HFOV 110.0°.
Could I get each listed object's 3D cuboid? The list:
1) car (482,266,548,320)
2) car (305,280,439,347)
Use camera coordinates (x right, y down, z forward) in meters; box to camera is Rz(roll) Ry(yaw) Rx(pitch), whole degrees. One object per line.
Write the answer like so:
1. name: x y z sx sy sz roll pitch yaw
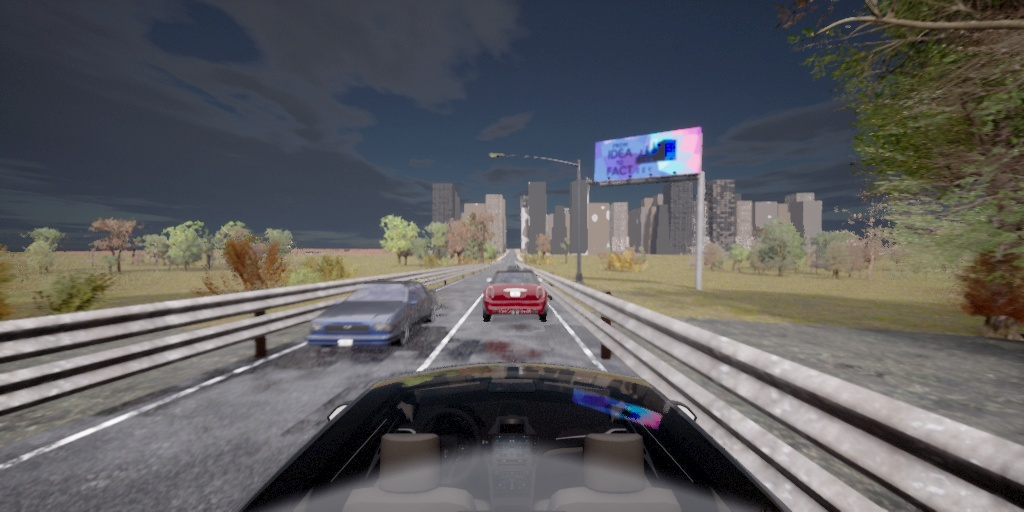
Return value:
1. car: 0.098 1.224 13.281 2.097 1.767 4.553 0 -1 0
2. car: -3.350 1.383 9.881 2.033 1.411 5.357 0 -1 0
